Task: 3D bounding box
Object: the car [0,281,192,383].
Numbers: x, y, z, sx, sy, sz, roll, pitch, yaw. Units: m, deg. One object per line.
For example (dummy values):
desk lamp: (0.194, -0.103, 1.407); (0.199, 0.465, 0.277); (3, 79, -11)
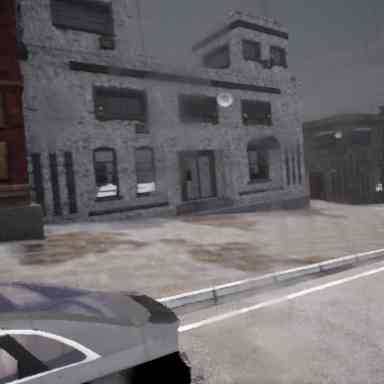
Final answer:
car: (-2.276, 1.500, 2.097); (4.902, 1.511, 2.128); (0, 0, -35)
